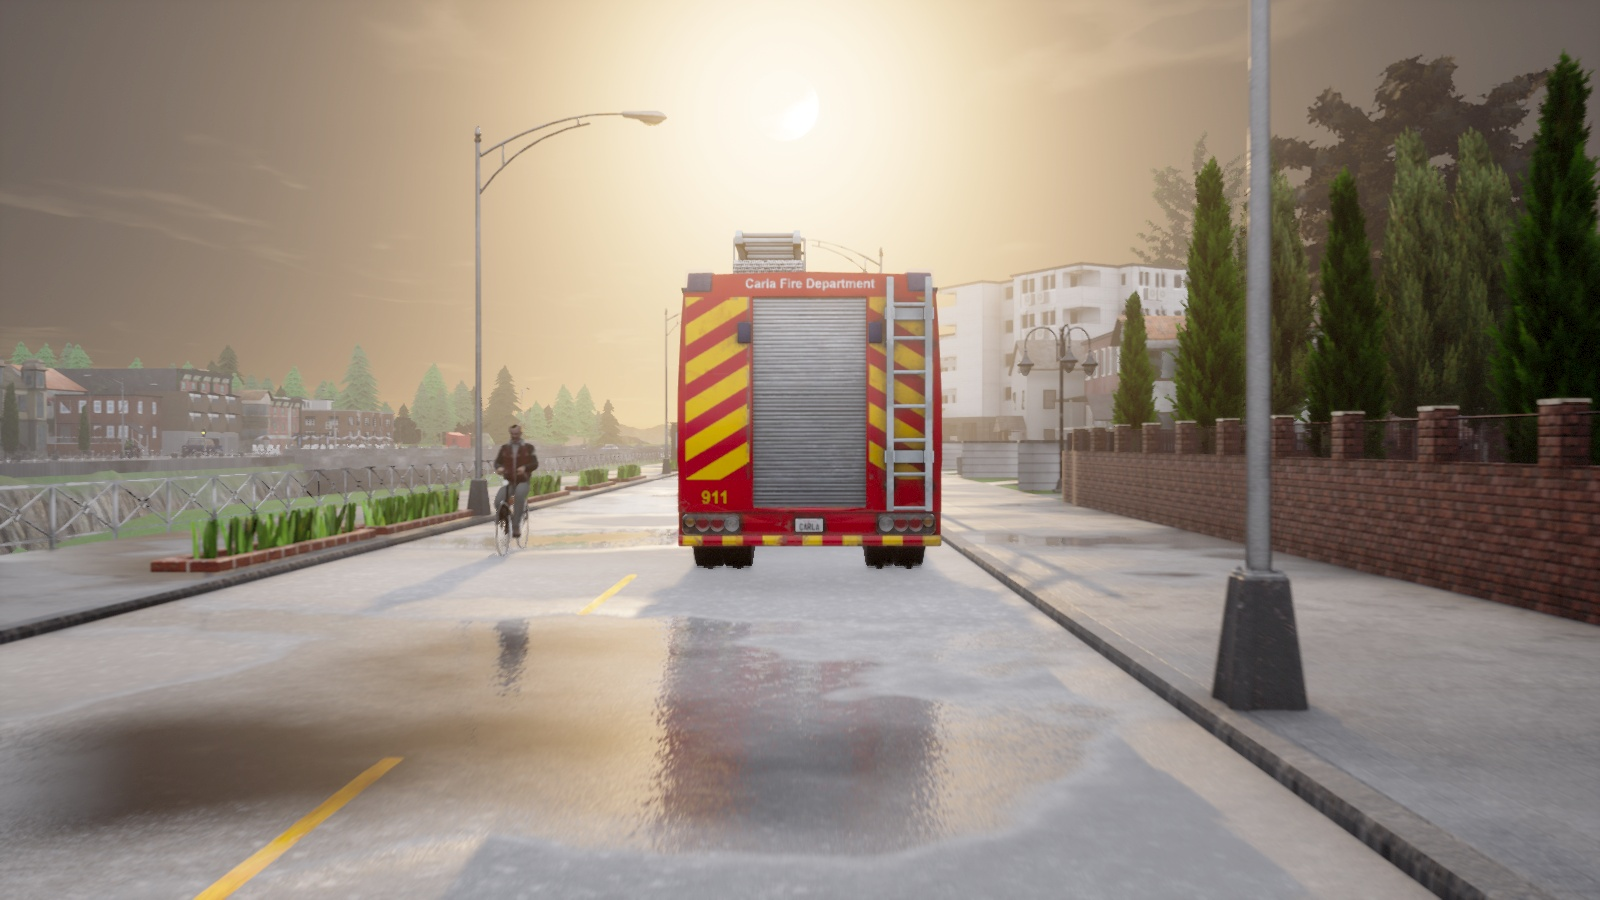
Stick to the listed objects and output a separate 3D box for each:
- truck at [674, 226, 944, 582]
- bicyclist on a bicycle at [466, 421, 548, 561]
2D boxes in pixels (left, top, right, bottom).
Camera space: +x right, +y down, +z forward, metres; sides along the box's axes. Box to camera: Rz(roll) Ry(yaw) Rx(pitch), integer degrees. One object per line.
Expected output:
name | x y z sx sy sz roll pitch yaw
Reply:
truck | 0.118 -0.518 17.728 2.891 3.827 8.468 0 0 0
bicyclist on a bicycle | -3.888 0.519 16.811 0.659 1.776 1.843 0 0 0
